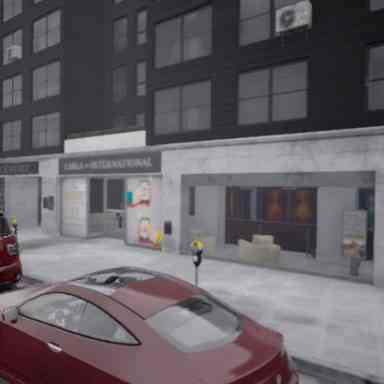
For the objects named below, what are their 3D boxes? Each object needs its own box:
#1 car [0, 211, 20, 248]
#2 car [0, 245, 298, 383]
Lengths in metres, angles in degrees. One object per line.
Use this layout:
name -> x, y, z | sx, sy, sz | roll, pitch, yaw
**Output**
car -> -5.595, 1.194, 7.048 | 5.009, 1.841, 2.192 | 1, 1, 35
car -> -0.984, 1.541, 3.772 | 4.206, 1.307, 1.802 | 1, 1, 35
